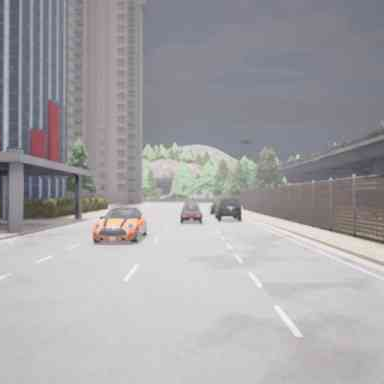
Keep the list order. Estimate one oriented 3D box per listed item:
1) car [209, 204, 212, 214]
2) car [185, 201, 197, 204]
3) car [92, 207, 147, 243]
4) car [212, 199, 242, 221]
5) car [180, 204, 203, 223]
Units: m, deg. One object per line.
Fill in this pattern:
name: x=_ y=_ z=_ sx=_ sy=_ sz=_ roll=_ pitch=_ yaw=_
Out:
car: x=3.314 y=2.063 z=43.105 sx=1.882 sy=1.535 sz=5.008 roll=0 pitch=-1 yaw=0
car: x=-0.125 y=1.920 z=41.701 sx=2.097 sy=1.767 sz=4.553 roll=0 pitch=-1 yaw=0
car: x=-3.634 y=1.593 z=17.442 sx=2.097 sy=1.767 sz=4.553 roll=0 pitch=-1 yaw=0
car: x=3.400 y=1.654 z=31.875 sx=2.150 sy=2.045 sz=5.566 roll=0 pitch=-1 yaw=0
car: x=-0.057 y=2.003 z=29.476 sx=1.895 sy=1.301 sz=4.718 roll=0 pitch=-1 yaw=0
